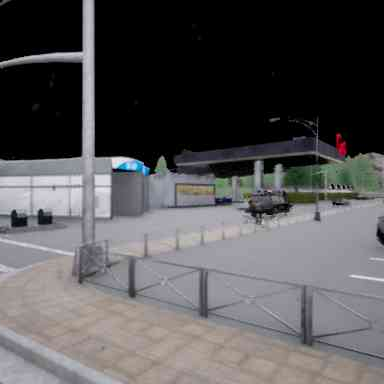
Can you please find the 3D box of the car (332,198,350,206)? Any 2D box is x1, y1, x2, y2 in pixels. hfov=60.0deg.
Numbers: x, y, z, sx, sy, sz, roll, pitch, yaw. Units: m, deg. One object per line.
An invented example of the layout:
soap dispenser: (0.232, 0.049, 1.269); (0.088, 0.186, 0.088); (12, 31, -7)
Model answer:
car: (23.880, 1.574, 53.402); (1.994, 1.385, 4.181); (0, 0, 36)

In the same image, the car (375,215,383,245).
car: (8.580, 1.339, 10.896); (4.514, 1.523, 2.007); (0, 0, 36)

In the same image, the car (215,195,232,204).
car: (5.800, 1.513, 63.971); (2.242, 1.667, 4.611); (0, 0, 36)

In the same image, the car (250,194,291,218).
car: (7.369, 1.234, 31.017); (2.150, 2.045, 5.566); (0, 0, 37)

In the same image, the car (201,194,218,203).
car: (3.777, 1.352, 70.810); (1.905, 1.878, 3.866); (0, 0, 36)

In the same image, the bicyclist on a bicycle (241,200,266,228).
bicyclist on a bicycle: (3.579, 1.309, 19.494); (1.656, 1.620, 0.582); (0, 0, 36)
